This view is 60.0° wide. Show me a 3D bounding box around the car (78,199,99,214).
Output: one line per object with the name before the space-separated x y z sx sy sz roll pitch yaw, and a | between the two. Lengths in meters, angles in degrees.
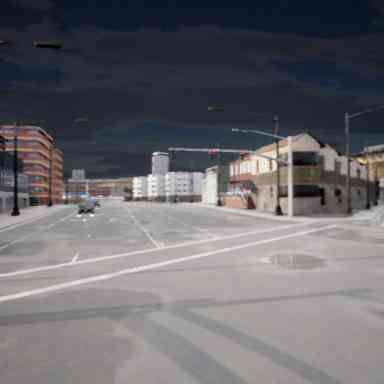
car | -13.146 1.967 41.845 1.837 1.490 4.892 0 0 -13

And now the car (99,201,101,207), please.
car | -16.823 1.929 57.633 2.033 1.411 5.357 0 0 -13
